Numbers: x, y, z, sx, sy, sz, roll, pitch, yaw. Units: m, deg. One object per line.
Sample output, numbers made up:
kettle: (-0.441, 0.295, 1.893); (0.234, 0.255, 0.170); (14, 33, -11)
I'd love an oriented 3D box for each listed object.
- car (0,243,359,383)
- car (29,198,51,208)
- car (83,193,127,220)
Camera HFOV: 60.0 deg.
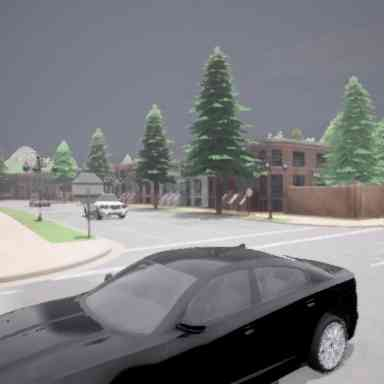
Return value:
car: (0.010, 1.461, 4.001); (5.008, 1.535, 1.882); (-1, 0, -36)
car: (-21.398, 1.492, 46.817); (1.895, 1.301, 4.718); (-1, 0, -39)
car: (-7.191, 1.111, 27.057); (2.150, 2.045, 5.566); (-1, 0, -33)
